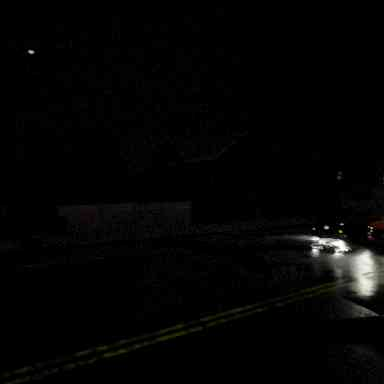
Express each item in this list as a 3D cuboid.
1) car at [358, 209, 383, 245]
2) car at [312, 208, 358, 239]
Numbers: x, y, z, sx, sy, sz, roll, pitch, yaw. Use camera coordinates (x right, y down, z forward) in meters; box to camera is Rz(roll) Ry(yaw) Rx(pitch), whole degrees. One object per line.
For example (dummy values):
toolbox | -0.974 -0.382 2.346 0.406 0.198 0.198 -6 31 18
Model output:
car | 9.592 1.480 14.526 5.008 1.535 1.882 0 0 -36
car | 8.259 1.567 17.566 4.181 1.385 1.994 0 0 -35
